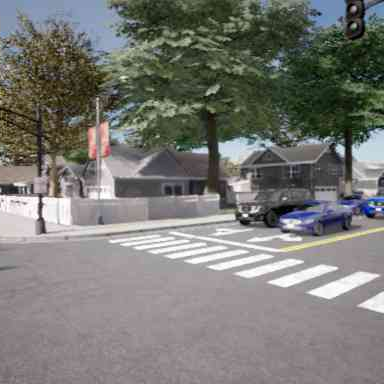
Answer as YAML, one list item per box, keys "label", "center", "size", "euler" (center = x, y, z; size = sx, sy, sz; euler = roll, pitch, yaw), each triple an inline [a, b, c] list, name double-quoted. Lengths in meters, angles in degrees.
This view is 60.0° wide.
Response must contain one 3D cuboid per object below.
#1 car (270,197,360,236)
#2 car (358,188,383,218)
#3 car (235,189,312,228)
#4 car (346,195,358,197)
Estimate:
- label: "car"
  center: [6.061, 1.175, 16.063]
  size: [4.674, 1.442, 1.812]
  euler: [-2, 1, -41]
- label: "car"
  center: [13.584, 0.668, 22.171]
  size: [5.566, 2.045, 2.150]
  euler: [-2, 1, -39]
- label: "car"
  center: [4.942, 0.836, 19.337]
  size: [5.566, 2.045, 2.150]
  euler: [-1, 1, -39]
- label: "car"
  center: [12.522, 0.936, 25.491]
  size: [4.674, 1.442, 1.812]
  euler: [-2, 1, -39]
